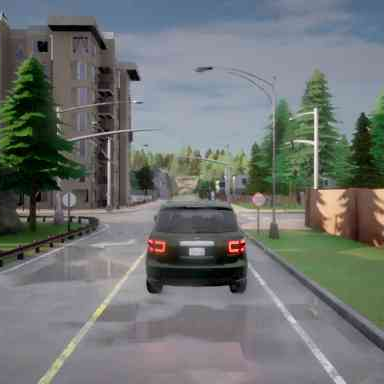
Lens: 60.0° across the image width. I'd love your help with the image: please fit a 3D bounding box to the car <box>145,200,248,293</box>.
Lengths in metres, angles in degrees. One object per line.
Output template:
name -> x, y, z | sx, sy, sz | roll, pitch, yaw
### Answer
car -> 0.098, 1.221, 8.979 | 2.150, 2.045, 5.566 | 0, 0, 0
